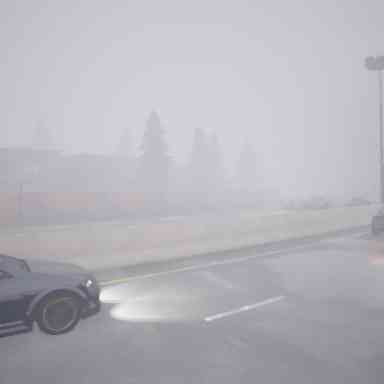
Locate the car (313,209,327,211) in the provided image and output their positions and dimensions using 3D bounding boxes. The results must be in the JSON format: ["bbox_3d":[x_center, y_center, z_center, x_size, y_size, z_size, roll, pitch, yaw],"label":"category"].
[{"bbox_3d":[13.311,1.210,35.110,2.097,1.767,4.553,-1,0,38],"label":"car"}]

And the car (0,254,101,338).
[{"bbox_3d":[-3.699,1.650,5.474,4.181,1.385,1.994,-1,0,-33],"label":"car"}]

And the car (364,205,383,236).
[{"bbox_3d":[10.478,1.365,16.364,4.892,1.490,1.837,-1,0,-42],"label":"car"}]
